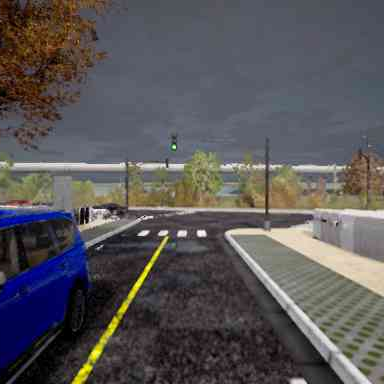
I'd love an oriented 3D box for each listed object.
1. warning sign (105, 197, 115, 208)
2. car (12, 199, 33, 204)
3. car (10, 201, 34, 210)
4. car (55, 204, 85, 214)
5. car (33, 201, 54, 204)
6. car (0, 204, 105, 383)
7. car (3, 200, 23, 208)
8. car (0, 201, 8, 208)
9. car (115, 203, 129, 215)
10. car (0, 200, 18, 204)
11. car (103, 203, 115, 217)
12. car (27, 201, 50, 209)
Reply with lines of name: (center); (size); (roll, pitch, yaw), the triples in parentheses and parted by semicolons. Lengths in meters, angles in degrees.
warning sign: (-14.252, 1.758, 57.812); (1.060, 1.860, 1.300); (1, 0, 36)
car: (-29.315, 2.259, 57.124); (5.566, 2.045, 2.150); (-1, 1, 36)
car: (-32.443, 2.578, 63.465); (4.902, 1.511, 2.128); (-1, 1, 36)
car: (-17.934, 2.428, 48.800); (4.718, 1.301, 1.895); (-1, 1, 36)
car: (-19.193, 2.242, 45.686); (4.553, 1.767, 2.097); (-1, 1, 36)
car: (-2.862, 1.271, 3.725); (2.150, 2.045, 5.566); (0, -1, 1)
car: (-38.970, 2.538, 72.214); (4.892, 1.490, 1.837); (-1, 1, 36)
car: (-40.877, 2.653, 69.585); (5.357, 1.411, 2.033); (-1, 1, 36)
car: (-10.389, 2.167, 43.313); (5.008, 1.535, 1.882); (-1, 1, 36)
car: (-31.237, 2.605, 54.494); (4.902, 1.511, 2.128); (-1, 1, 36)
car: (-11.874, 2.282, 40.370); (4.674, 1.442, 1.812); (-1, 1, 38)
car: (-30.531, 2.498, 66.089); (4.902, 1.511, 2.128); (-1, 1, 36)
